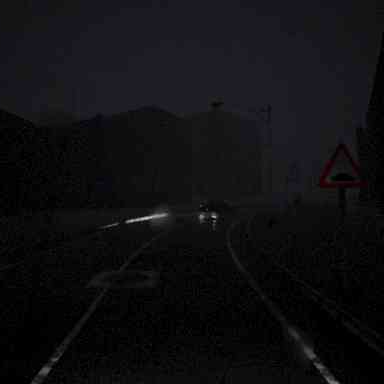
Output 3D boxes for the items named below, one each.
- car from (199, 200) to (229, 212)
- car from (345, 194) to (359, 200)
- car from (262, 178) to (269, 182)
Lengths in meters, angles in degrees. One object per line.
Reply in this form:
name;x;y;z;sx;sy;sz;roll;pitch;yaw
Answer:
car;2.545;1.547;37.524;1.895;1.301;4.718;-2;-1;26
car;31.248;1.027;66.136;4.181;1.385;1.994;-1;-3;-28
car;19.625;-3.066;93.204;4.553;1.767;2.185;-1;-4;-3
